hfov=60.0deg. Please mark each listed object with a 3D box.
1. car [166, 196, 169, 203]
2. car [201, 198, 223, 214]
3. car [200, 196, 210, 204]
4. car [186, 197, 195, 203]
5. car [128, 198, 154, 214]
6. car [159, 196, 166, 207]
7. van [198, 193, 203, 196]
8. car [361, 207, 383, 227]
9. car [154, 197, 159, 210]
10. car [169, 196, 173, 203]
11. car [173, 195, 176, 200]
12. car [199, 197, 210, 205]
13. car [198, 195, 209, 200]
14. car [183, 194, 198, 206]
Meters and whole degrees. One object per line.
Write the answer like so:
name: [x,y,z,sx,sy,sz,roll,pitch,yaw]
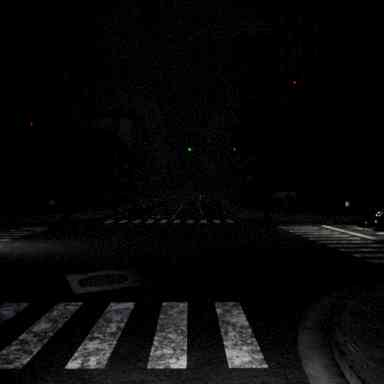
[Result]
car: [-5.655,1.631,58.105,2.008,1.369,4.403,0,0,0]
car: [2.340,1.604,36.051,1.947,1.339,4.313,0,0,0]
car: [2.355,1.639,47.074,1.802,1.307,4.206,0,0,0]
car: [-0.242,1.717,73.753,1.895,1.301,4.718,0,0,0]
car: [-5.685,1.478,36.063,1.967,1.590,4.097,0,0,0]
car: [-5.662,1.650,52.594,1.802,1.307,4.206,0,0,0]
van: [2.370,1.421,58.095,1.690,1.788,3.998,0,0,0]
car: [13.002,1.303,20.568,4.553,1.767,2.097,0,0,0]
car: [-5.677,1.487,41.573,1.967,1.590,4.097,0,0,0]
car: [-5.641,1.548,69.127,1.967,1.590,4.097,0,0,0]
car: [-5.626,1.690,80.148,2.008,1.369,4.403,0,0,0]
car: [2.377,1.644,63.605,2.008,1.369,4.403,0,0,0]
car: [2.362,1.634,52.584,1.947,1.339,4.313,0,0,0]
car: [-0.169,1.571,58.210,2.128,1.511,4.902,0,0,0]
